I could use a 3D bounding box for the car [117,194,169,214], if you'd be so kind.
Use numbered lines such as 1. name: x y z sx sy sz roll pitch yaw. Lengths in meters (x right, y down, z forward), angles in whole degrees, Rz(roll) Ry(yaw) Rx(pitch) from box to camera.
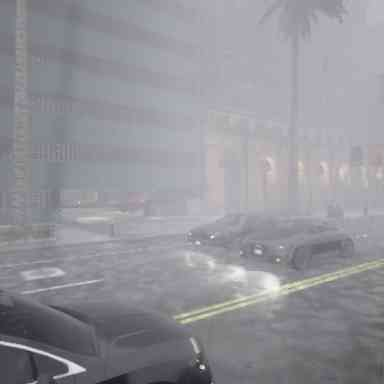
1. car: -5.110 1.192 35.519 5.566 2.045 2.435 0 0 -37

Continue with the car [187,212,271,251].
1. car: 2.360 1.589 14.567 5.357 1.411 2.033 0 0 -37

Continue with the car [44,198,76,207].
1. car: -23.538 1.776 59.317 4.786 1.482 2.161 0 0 -37

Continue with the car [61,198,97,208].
1. car: -16.895 1.750 49.798 4.718 1.301 1.895 0 0 -37

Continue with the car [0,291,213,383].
1. car: -2.063 1.529 2.469 4.892 1.490 1.837 0 0 -34

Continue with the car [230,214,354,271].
1. car: 3.556 1.585 11.085 4.181 1.385 1.994 0 0 -37
